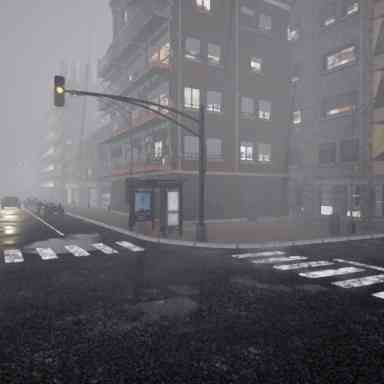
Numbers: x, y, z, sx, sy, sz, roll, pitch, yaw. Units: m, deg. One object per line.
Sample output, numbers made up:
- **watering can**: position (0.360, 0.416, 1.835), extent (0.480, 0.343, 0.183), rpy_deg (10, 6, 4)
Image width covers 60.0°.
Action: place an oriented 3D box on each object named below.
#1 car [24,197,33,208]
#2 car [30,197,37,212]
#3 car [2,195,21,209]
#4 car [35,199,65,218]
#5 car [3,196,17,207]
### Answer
- **car**: position (-23.758, 1.435, 49.188), extent (1.967, 1.590, 4.097), rpy_deg (0, 0, -30)
- **car**: position (-15.295, 1.541, 34.540), extent (1.887, 1.381, 4.507), rpy_deg (0, 0, -30)
- **car**: position (-24.432, 1.348, 45.018), extent (2.097, 1.767, 4.553), rpy_deg (0, 0, -30)
- **car**: position (-12.475, 1.547, 29.658), extent (2.008, 1.369, 4.403), rpy_deg (0, 0, -30)
- **car**: position (-29.336, 1.472, 53.477), extent (1.882, 1.535, 5.008), rpy_deg (0, 0, -30)
